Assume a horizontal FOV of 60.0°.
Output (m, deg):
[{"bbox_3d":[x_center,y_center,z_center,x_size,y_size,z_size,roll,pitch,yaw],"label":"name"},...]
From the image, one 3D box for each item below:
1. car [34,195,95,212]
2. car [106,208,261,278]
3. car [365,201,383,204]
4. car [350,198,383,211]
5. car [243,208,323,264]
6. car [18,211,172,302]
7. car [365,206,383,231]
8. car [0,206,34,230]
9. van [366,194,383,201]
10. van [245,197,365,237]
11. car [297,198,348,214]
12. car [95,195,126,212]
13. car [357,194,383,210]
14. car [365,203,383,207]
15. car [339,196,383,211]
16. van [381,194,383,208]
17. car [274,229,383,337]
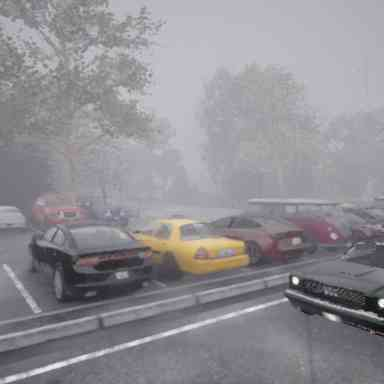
[{"bbox_3d":[-8.286,1.228,20.594,2.435,2.045,5.566,0,0,-36],"label":"car"},{"bbox_3d":[-0.620,1.470,10.260,1.946,1.575,5.366,0,0,-36],"label":"car"},{"bbox_3d":[10.892,1.488,18.258,2.097,1.535,5.008,0,0,-36],"label":"car"},{"bbox_3d":[23.428,1.552,43.274,2.163,1.488,4.792,0,0,-36],"label":"car"},{"bbox_3d":[1.751,1.506,11.763,2.163,1.488,4.792,0,0,-36],"label":"car"},{"bbox_3d":[-2.787,1.471,8.476,2.097,1.535,5.008,0,0,-36],"label":"car"},{"bbox_3d":[6.345,1.512,14.977,2.163,1.488,4.792,0,0,-36],"label":"car"},{"bbox_3d":[-10.666,1.518,18.924,2.002,1.452,4.674,0,0,-36],"label":"car"},{"bbox_3d":[13.237,1.266,19.798,1.878,1.987,4.442,0,0,-36],"label":"van"},{"bbox_3d":[4.116,1.253,13.276,1.878,1.987,4.442,0,0,-36],"label":"van"},{"bbox_3d":[14.376,1.511,36.843,2.231,1.521,4.892,0,0,-36],"label":"car"},{"bbox_3d":[-6.121,1.231,22.143,2.435,2.045,5.566,0,0,-36],"label":"car"},{"bbox_3d":[25.652,1.274,44.936,2.435,2.045,5.566,0,0,-36],"label":"car"},{"bbox_3d":[8.626,1.515,16.608,2.163,1.488,4.792,0,0,-36],"label":"car"},{"bbox_3d":[21.134,1.393,41.708,2.185,1.767,4.553,0,0,-36],"label":"car"},{"bbox_3d":[30.116,1.306,48.236,1.878,1.987,4.442,0,0,-36],"label":"van"},{"bbox_3d":[3.932,1.603,6.364,4.718,1.301,1.895,0,0,-35],"label":"car"}]
